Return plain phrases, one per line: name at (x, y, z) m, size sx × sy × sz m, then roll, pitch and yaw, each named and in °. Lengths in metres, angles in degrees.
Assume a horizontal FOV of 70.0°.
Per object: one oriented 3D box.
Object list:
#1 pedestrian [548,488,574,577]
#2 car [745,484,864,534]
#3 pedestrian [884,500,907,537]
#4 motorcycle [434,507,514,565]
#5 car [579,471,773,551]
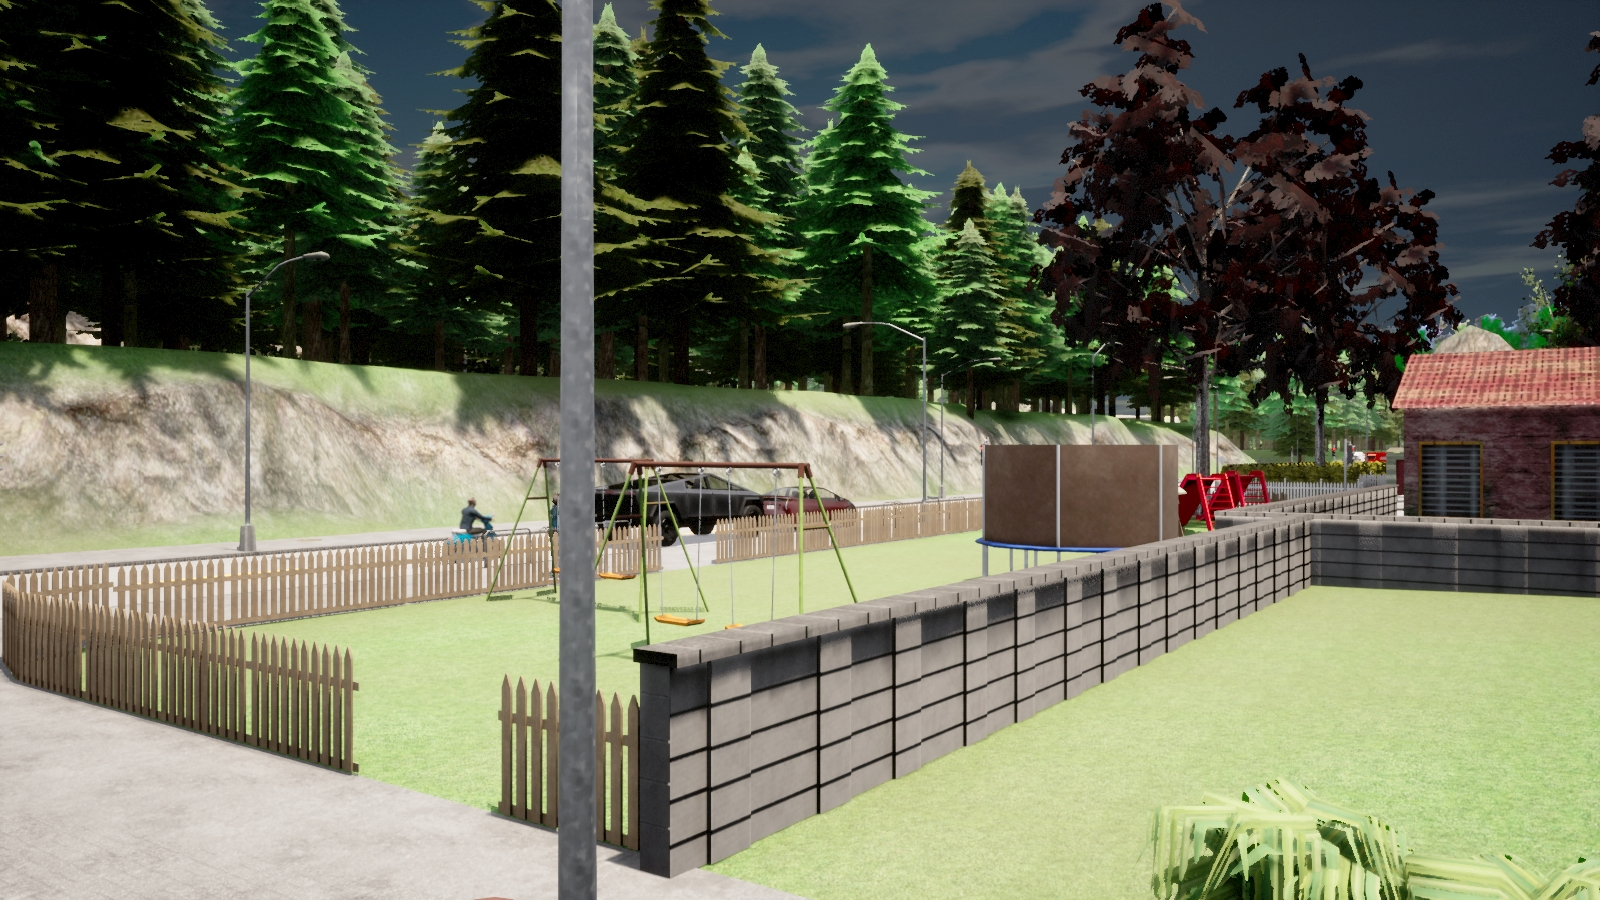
pedestrian at (-5.073, 1.745, 24.239) m, size 0.375 × 1.860 × 0.375 m, roll 0°, pitch 0°, yaw 31°
car at (0.223, 2.040, 40.660) m, size 2.007 × 1.525 × 4.514 m, roll 0°, pitch 0°, yaw 35°
pedestrian at (2.979, 2.125, 35.626) m, size 0.500 × 1.100 × 0.500 m, roll 0°, pitch 0°, yaw 35°
motorcycle at (-8.184, 2.142, 28.754) m, size 0.856 × 1.316 × 1.805 m, roll 0°, pitch 0°, yaw 35°
car at (-3.653, 1.754, 35.096) m, size 2.390 × 2.098 × 6.274 m, roll 0°, pitch 0°, yaw 35°
